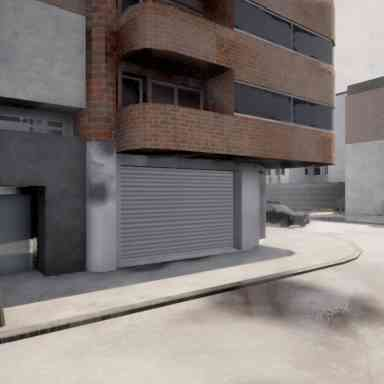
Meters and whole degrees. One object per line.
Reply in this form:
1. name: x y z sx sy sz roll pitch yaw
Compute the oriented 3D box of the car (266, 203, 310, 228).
1. car: 5.551 1.478 22.366 1.882 1.535 5.008 0 0 -33
